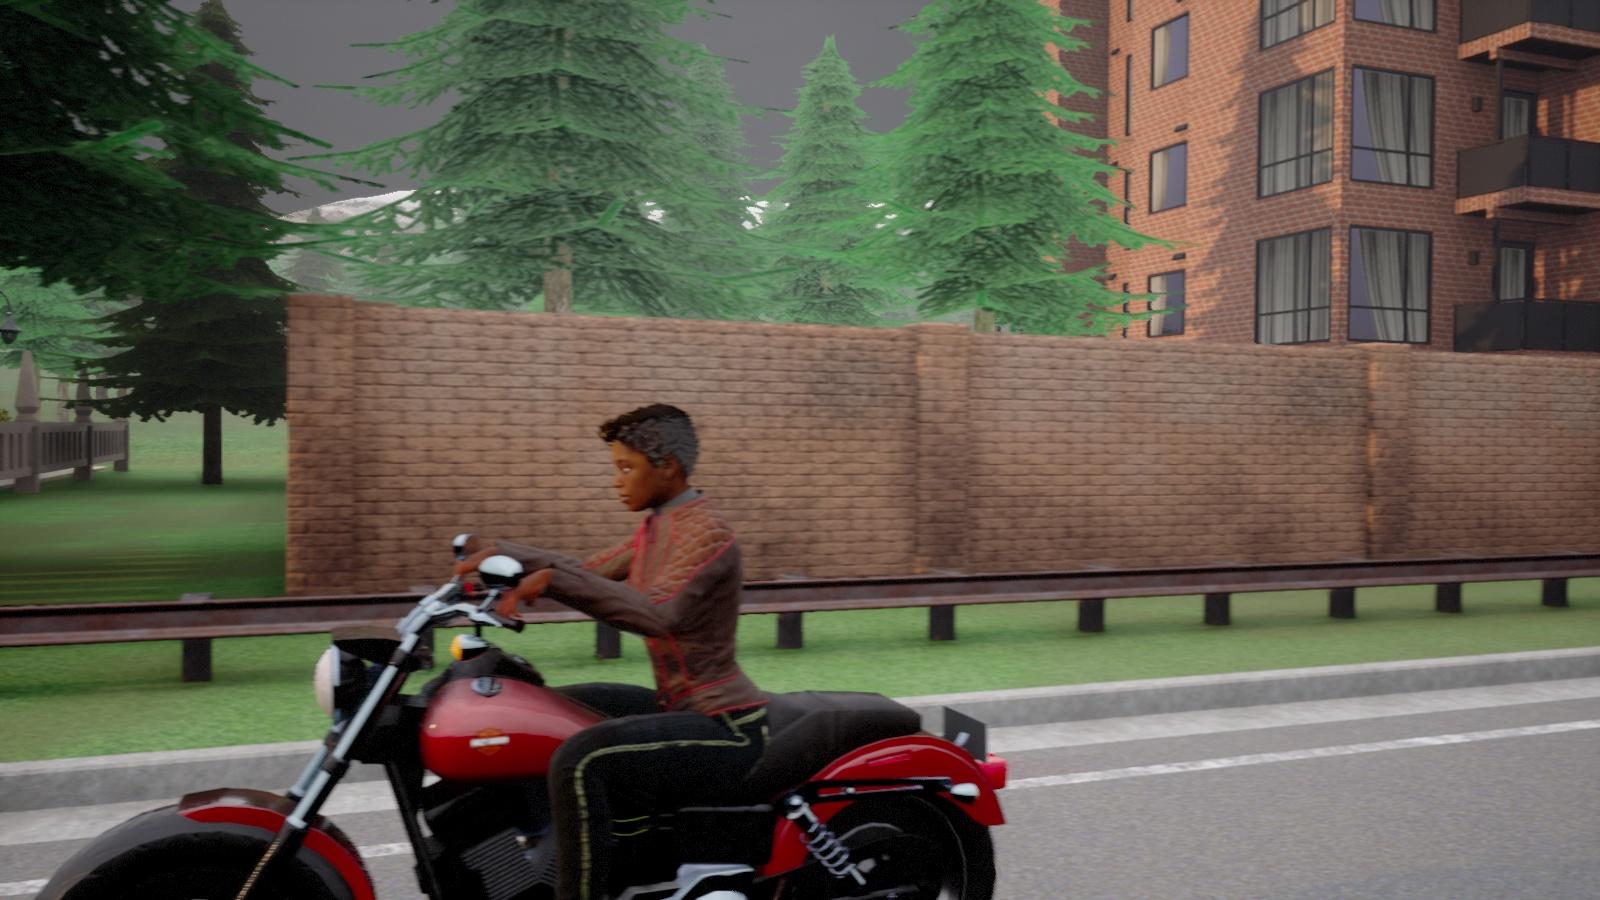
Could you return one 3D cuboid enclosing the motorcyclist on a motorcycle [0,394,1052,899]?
[{"bbox_3d":[-0.622,0.706,3.006,2.350,1.649,0.766,-1,1,-21],"label":"motorcyclist on a motorcycle"}]
